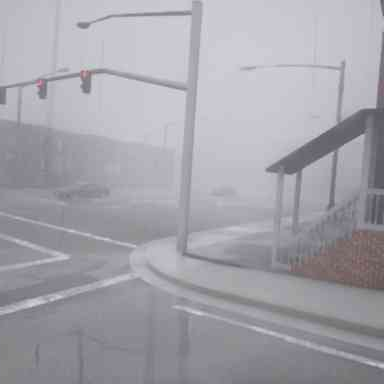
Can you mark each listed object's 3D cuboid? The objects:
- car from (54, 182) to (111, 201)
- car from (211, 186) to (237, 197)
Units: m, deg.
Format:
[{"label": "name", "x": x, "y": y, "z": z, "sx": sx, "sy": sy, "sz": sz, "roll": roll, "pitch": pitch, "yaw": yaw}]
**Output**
[{"label": "car", "x": -9.014, "y": -0.078, "z": 27.697, "sx": 1.837, "sy": 1.490, "sz": 4.892, "roll": 6, "pitch": 3, "yaw": 36}, {"label": "car", "x": 4.475, "y": -0.066, "z": 46.418, "sx": 1.837, "sy": 1.490, "sz": 4.892, "roll": 6, "pitch": 3, "yaw": 36}]
